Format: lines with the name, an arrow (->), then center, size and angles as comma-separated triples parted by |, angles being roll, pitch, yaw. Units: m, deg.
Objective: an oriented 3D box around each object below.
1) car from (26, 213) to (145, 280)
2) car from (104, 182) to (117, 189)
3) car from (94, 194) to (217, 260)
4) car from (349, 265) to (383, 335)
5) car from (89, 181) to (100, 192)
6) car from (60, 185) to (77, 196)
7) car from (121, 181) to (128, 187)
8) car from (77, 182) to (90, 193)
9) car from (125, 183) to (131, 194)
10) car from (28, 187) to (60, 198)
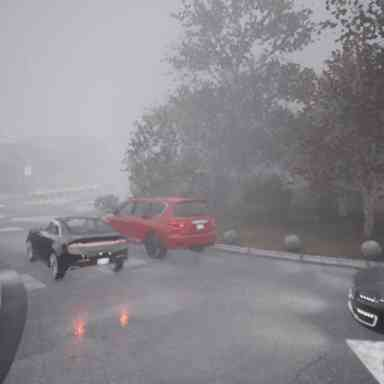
car -> -3.655, 1.495, 10.137 | 2.128, 1.511, 4.902 | 0, 0, -37
car -> -19.473, -1.522, 79.829 | 2.163, 1.488, 4.792 | 0, 3, 8
car -> -1.533, 1.224, 12.793 | 2.150, 2.045, 5.566 | 0, 0, -43
car -> 4.937, 1.507, 4.755 | 4.892, 1.490, 1.837 | 0, 0, 22
car -> -21.083, -1.141, 68.904 | 2.435, 2.045, 5.566 | 0, 3, 8
car -> -22.739, -0.216, 57.727 | 1.946, 1.575, 5.366 | 0, 3, 8
car -> -17.850, -2.213, 90.776 | 2.231, 1.521, 4.892 | 0, 3, 8
car -> -21.932, -0.546, 63.183 | 1.946, 1.575, 5.366 | 0, 3, 8
car -> -10.366, -0.451, 61.565 | 1.812, 1.442, 4.674 | 0, 3, 9
car -> -23.555, 0.117, 52.275 | 1.946, 1.575, 5.366 | 0, 3, 9
